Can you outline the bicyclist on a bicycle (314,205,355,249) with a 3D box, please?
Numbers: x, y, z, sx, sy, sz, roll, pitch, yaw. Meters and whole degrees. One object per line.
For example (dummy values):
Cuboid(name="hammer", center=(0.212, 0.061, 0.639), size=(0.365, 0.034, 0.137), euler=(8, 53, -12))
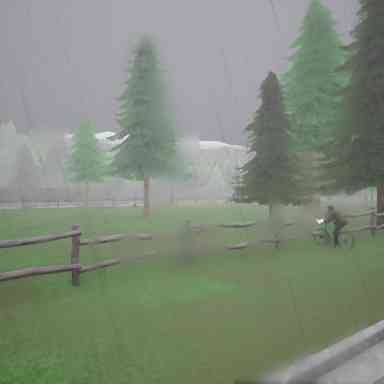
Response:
Cuboid(name="bicyclist on a bicycle", center=(5.418, 1.348, 12.706), size=(0.582, 1.620, 1.656), euler=(0, 3, -37))
